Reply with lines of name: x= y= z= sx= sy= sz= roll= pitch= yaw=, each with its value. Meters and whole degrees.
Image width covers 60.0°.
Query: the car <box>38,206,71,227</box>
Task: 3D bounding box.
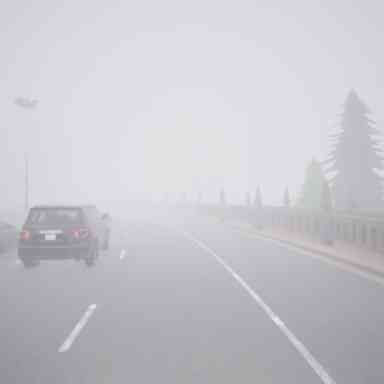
car: x=-11.410 y=1.967 z=27.849 sx=2.128 sy=1.511 sz=4.902 roll=0 pitch=-1 yaw=-17

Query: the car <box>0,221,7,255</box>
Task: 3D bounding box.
car: x=-8.073 y=1.794 z=13.089 sx=1.994 sy=1.385 sz=4.181 roll=0 pitch=-1 yaw=-9

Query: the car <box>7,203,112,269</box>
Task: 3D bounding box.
car: x=-4.384 y=1.418 z=12.194 sx=2.150 sy=2.045 sz=5.566 roll=0 pitch=-1 yaw=-7

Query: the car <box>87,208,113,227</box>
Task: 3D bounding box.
car: x=-7.827 y=2.056 z=28.147 sx=1.895 sy=1.301 sz=4.718 roll=0 pitch=-1 yaw=-17

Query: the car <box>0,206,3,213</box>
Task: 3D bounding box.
car: x=-27.036 y=2.497 z=45.599 sx=1.895 sy=1.301 sz=4.718 roll=0 pitch=-1 yaw=-31
